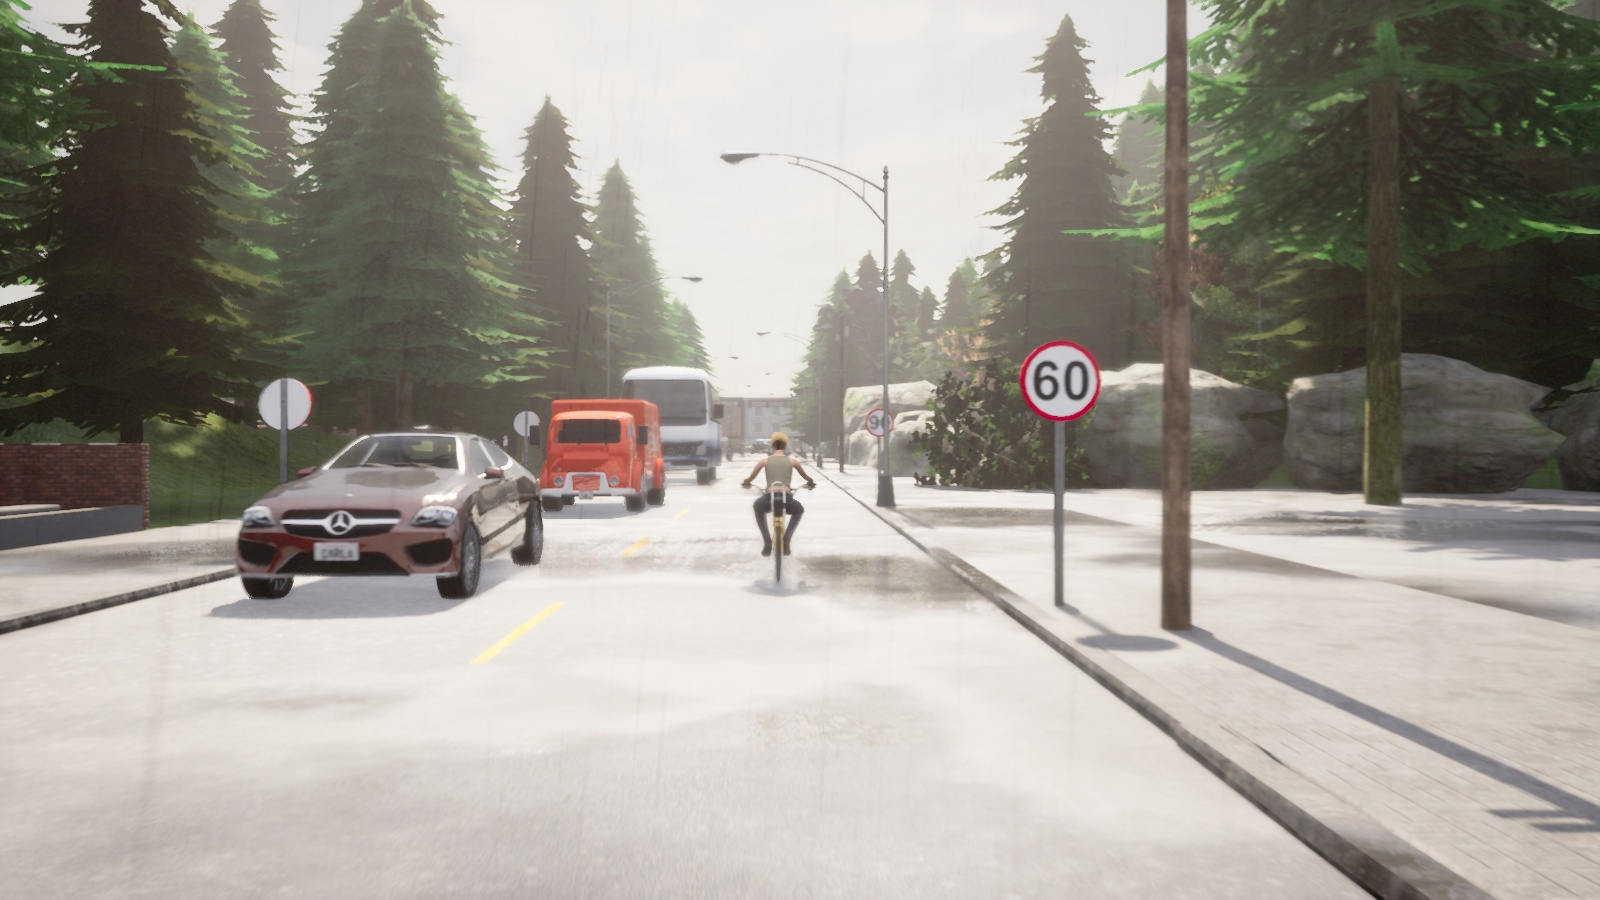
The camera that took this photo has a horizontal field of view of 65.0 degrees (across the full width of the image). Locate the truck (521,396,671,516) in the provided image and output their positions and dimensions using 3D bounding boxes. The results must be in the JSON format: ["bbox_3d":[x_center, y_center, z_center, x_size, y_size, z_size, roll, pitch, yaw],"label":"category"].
[{"bbox_3d":[-4.465,0.092,28.483,2.627,2.467,5.204,0,1,-1],"label":"truck"}]

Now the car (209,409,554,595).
[{"bbox_3d":[-4.215,0.446,13.690,2.152,1.651,5.027,0,0,-1],"label":"car"}]

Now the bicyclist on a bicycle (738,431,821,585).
[{"bbox_3d":[-0.224,0.604,13.919,0.866,1.612,1.509,0,0,-1],"label":"bicyclist on a bicycle"}]

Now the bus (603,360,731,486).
[{"bbox_3d":[-4.777,-0.901,47.615,3.944,4.253,10.273,0,0,-1],"label":"bus"}]
